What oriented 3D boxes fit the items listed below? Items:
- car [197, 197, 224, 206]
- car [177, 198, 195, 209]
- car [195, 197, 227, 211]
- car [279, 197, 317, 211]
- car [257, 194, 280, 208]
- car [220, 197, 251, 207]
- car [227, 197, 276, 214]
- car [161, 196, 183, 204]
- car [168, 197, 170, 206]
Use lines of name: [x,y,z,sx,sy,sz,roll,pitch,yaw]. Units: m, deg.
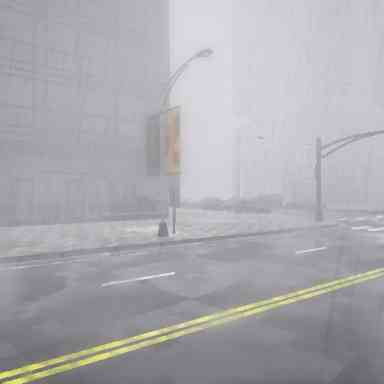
car: [2.957,1.437,53.243,1.947,1.339,4.313,0,0,-36]
car: [-0.564,1.506,43.650,1.802,1.307,4.206,0,0,-36]
car: [2.782,1.508,39.110,1.947,1.339,4.313,0,0,-36]
car: [12.992,1.507,39.626,1.802,1.307,4.206,0,0,-36]
car: [9.646,1.220,44.165,2.192,1.841,5.009,0,0,-36]
car: [6.301,1.453,48.704,1.947,1.339,4.313,0,0,-36]
car: [6.128,1.528,34.570,1.947,1.339,4.313,0,0,-36]
car: [-3.734,1.389,62.321,1.887,1.381,4.507,0,0,-36]
car: [-3.909,1.348,48.189,1.967,1.590,4.097,0,0,-36]
